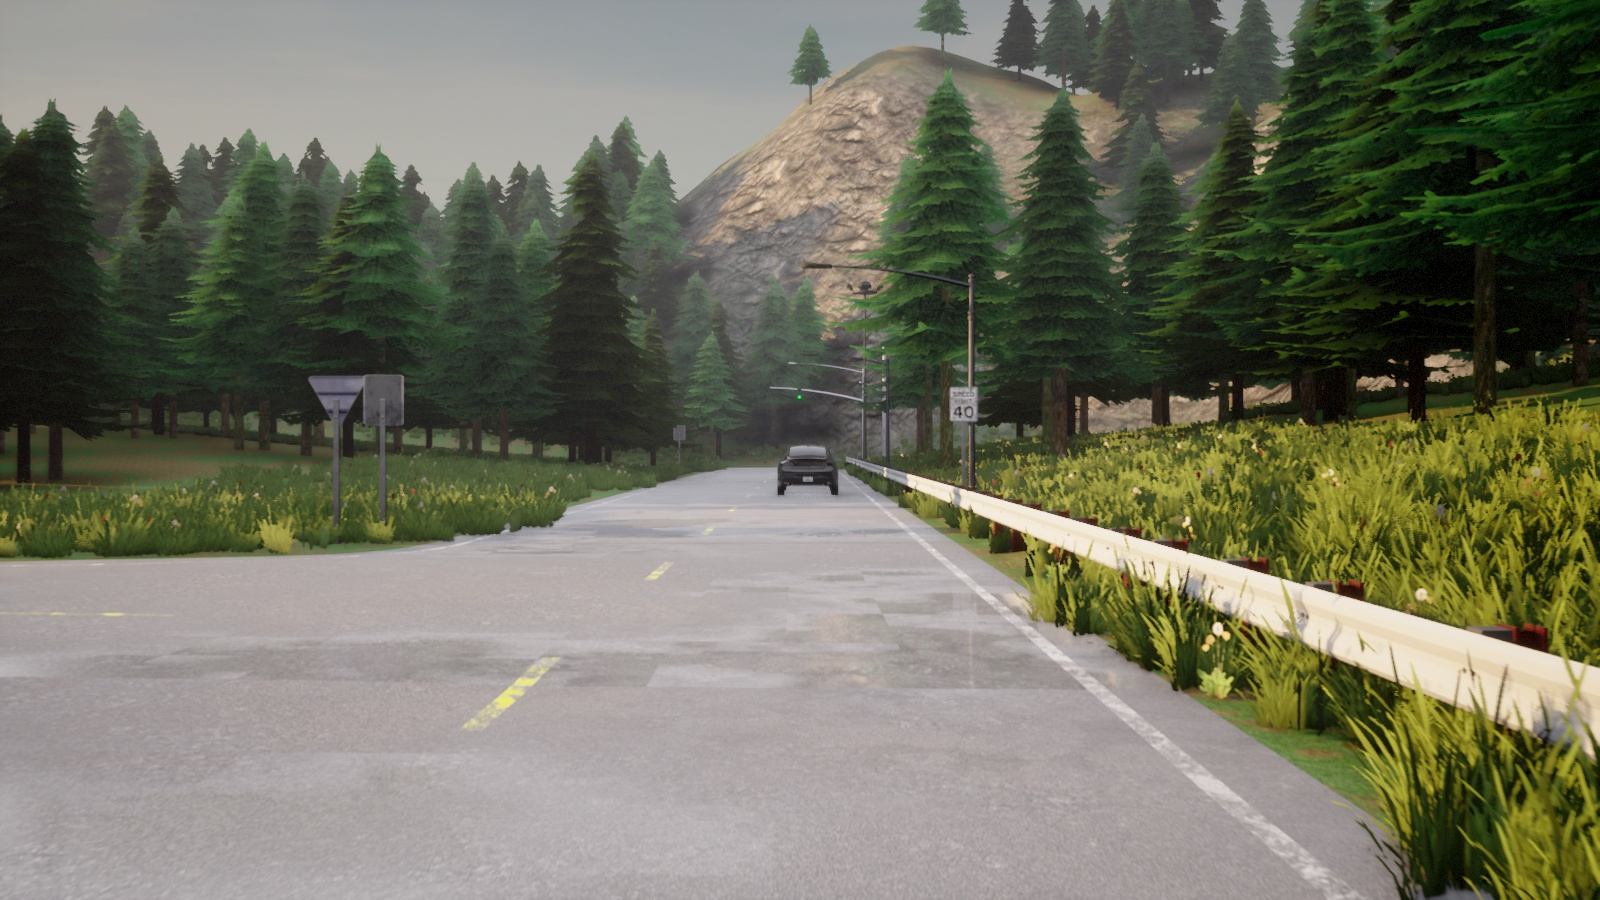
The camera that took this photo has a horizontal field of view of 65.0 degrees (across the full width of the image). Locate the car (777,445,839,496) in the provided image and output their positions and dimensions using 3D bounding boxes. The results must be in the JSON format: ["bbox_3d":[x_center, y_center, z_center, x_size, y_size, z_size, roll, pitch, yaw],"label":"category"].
[{"bbox_3d":[0.245,0.601,39.461,1.837,1.490,4.892,0,0,0],"label":"car"}]
